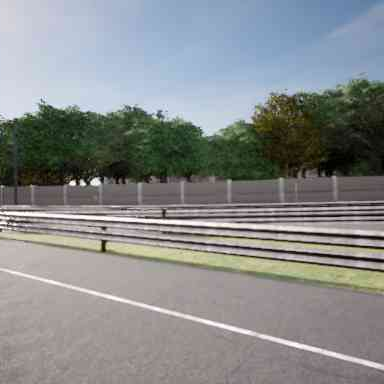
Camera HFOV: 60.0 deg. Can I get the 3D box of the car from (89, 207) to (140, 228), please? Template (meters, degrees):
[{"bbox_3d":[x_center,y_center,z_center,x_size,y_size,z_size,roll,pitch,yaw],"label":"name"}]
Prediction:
[{"bbox_3d":[-5.837,1.813,24.162,4.181,1.385,1.994,-1,-1,17],"label":"car"}]
